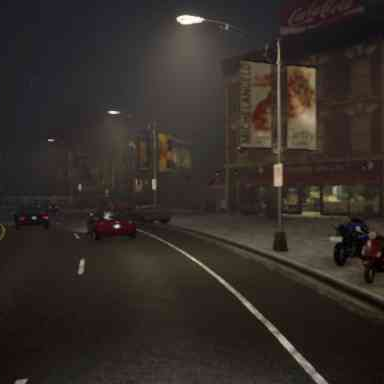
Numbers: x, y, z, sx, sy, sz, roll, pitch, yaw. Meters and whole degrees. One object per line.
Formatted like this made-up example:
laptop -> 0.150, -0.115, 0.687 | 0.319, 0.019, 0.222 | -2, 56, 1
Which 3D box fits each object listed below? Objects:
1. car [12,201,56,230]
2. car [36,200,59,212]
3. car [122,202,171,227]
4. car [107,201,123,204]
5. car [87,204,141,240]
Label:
car -> -10.415, 1.552, 21.478 | 2.033, 1.411, 5.357 | 0, 0, -30
car -> -15.391, 1.548, 33.640 | 5.357, 1.411, 2.033 | 0, 0, 45
car -> -3.109, 1.551, 22.459 | 1.895, 1.301, 4.718 | 0, 0, -25
car -> -6.180, 1.482, 27.298 | 2.002, 1.452, 4.674 | 0, 0, -35
car -> -4.208, 1.542, 17.032 | 1.994, 1.385, 4.181 | 0, 0, -23
